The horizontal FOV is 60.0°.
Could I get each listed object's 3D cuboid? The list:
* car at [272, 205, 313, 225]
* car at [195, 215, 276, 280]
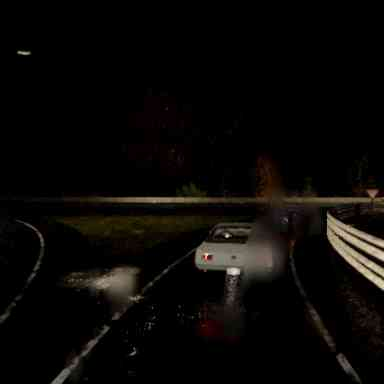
[{"bbox_3d":[7.296,1.554,23.714,1.895,1.301,4.718,0,0,31],"label":"car"},{"bbox_3d":[1.428,1.572,9.983,1.895,1.301,4.718,0,0,12],"label":"car"}]
